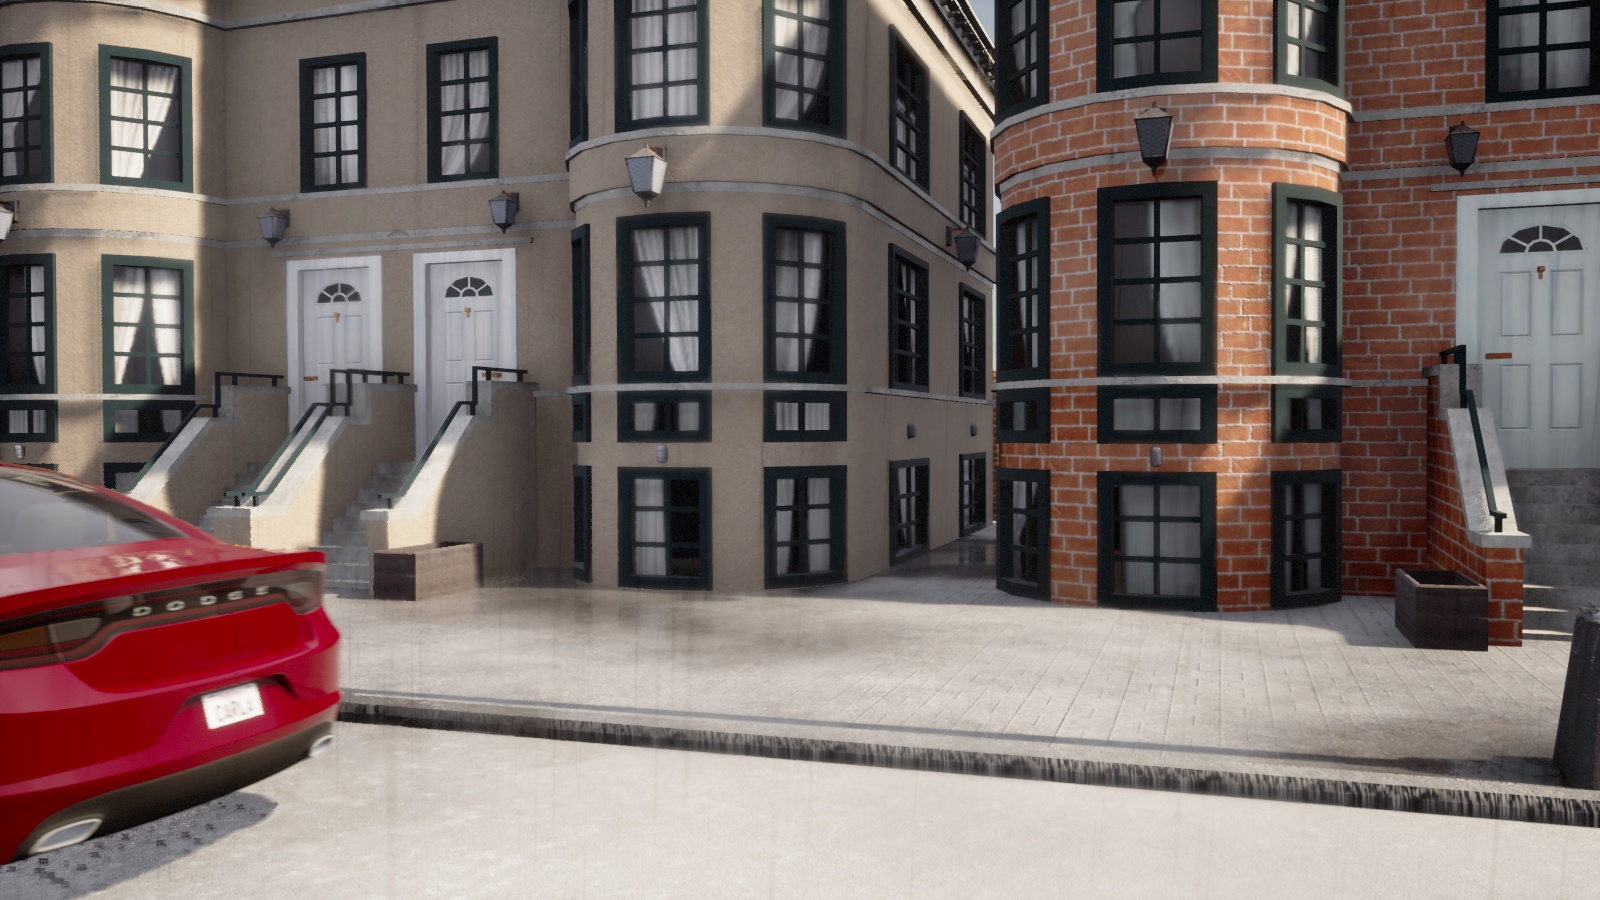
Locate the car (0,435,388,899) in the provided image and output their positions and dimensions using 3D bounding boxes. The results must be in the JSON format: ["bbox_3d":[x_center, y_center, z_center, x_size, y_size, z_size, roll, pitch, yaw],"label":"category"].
[{"bbox_3d":[-4.411,0.704,5.203,5.008,1.535,1.882,1,1,19],"label":"car"}]
